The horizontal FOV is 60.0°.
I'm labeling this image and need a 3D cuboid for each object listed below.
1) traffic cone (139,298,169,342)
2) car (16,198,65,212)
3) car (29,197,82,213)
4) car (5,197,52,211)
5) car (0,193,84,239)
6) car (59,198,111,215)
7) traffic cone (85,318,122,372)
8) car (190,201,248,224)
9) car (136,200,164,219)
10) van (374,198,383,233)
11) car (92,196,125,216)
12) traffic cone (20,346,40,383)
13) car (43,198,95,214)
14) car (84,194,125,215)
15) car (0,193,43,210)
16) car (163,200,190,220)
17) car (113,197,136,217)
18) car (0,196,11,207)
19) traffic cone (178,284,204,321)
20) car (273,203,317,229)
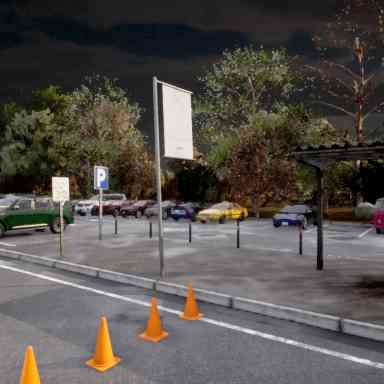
[{"bbox_3d":[-0.591,1.957,5.202,0.340,0.580,0.340,0,0,35],"label":"traffic cone"},{"bbox_3d":[-17.960,1.468,39.646,2.163,1.488,4.792,0,0,35],"label":"car"},{"bbox_3d":[-15.569,1.444,38.226,1.946,1.575,5.366,0,0,35],"label":"car"},{"bbox_3d":[-20.203,1.452,41.294,2.163,1.488,4.792,0,0,35],"label":"car"},{"bbox_3d":[-8.876,1.221,17.272,2.435,2.045,5.566,0,0,35],"label":"car"},{"bbox_3d":[-11.134,1.461,34.875,2.231,1.521,4.892,0,0,35],"label":"car"},{"bbox_3d":[-1.166,1.957,4.386,0.340,0.580,0.340,0,0,35],"label":"traffic cone"},{"bbox_3d":[2.385,1.474,25.151,1.946,1.575,5.366,0,0,35],"label":"car"},{"bbox_3d":[-2.045,1.473,28.500,2.231,1.521,4.892,0,0,35],"label":"car"},{"bbox_3d":[11.641,1.263,19.013,1.878,1.987,4.442,0,0,35],"label":"van"},{"bbox_3d":[-6.588,1.466,31.692,2.097,1.535,5.008,0,0,35],"label":"car"},{"bbox_3d":[-1.742,1.957,3.570,0.340,0.580,0.340,0,0,35],"label":"traffic cone"},{"bbox_3d":[-13.406,1.454,36.474,2.097,1.535,5.008,0,0,35],"label":"car"},{"bbox_3d":[-8.878,1.212,33.261,2.435,2.045,5.566,0,0,35],"label":"car"},{"bbox_3d":[-22.504,1.153,42.842,2.435,2.045,5.566,0,0,35],"label":"car"},{"bbox_3d":[0.238,1.504,26.923,2.163,1.488,4.792,0,0,35],"label":"car"},{"bbox_3d":[-4.317,1.469,30.096,2.097,1.535,5.008,0,0,35],"label":"car"},{"bbox_3d":[-29.195,1.332,47.808,1.946,1.575,5.366,1,0,35],"label":"car"},{"bbox_3d":[-0.016,1.957,6.018,0.340,0.580,0.340,0,0,36],"label":"traffic cone"},{"bbox_3d":[7.017,1.513,22.086,2.163,1.488,4.792,0,0,35],"label":"car"}]
